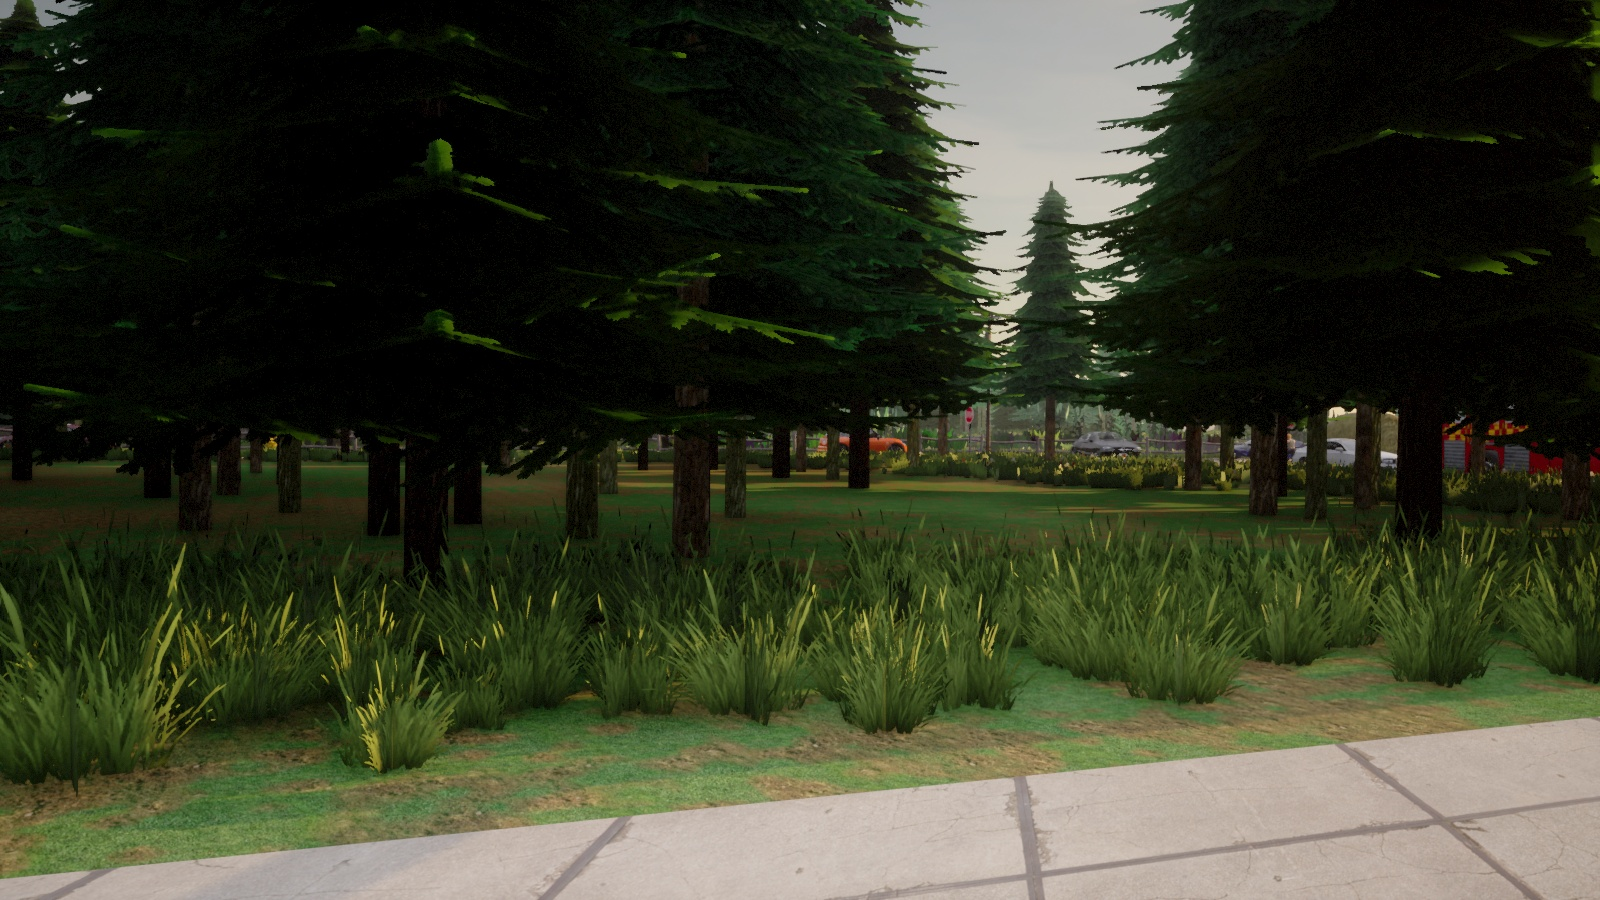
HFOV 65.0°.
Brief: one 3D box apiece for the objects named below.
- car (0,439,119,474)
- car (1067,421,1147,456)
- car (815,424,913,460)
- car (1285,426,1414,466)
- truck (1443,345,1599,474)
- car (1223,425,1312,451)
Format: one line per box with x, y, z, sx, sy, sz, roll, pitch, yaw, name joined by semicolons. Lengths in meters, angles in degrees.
-32.867;0.277;55.465;4.674;1.442;1.812;-1;1;-20;car
15.387;-0.598;63.297;2.152;1.651;5.027;-1;1;-8;car
3.272;-0.434;64.387;4.553;1.767;2.097;-1;1;-18;car
21.042;-0.163;48.319;1.812;1.442;4.674;-1;1;-21;car
24.574;-1.240;38.975;2.891;3.827;8.468;-1;1;-21;truck
28.380;-0.757;76.241;4.792;1.488;2.163;-1;1;-18;car
